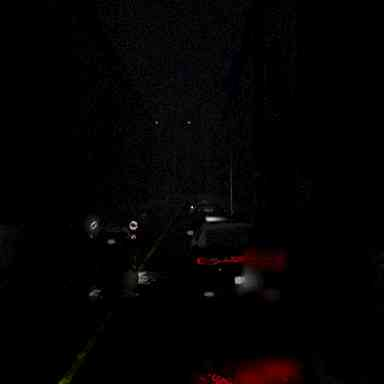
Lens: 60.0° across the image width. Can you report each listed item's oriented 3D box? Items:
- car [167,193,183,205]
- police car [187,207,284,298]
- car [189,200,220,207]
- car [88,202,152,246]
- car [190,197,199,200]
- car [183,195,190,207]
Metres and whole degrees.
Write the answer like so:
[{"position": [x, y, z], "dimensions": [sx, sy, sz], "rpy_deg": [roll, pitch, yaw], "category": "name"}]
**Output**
[{"position": [-3.067, 1.391, 56.245], "dimensions": [2.033, 1.411, 5.357], "rpy_deg": [0, 0, 0], "category": "car"}, {"position": [0.902, 1.402, 8.649], "dimensions": [1.930, 1.638, 5.238], "rpy_deg": [0, 0, 0], "category": "police car"}, {"position": [0.904, 1.429, 18.539], "dimensions": [1.882, 1.535, 5.008], "rpy_deg": [0, 0, 0], "category": "car"}, {"position": [-3.097, 1.312, 15.015], "dimensions": [2.097, 1.767, 4.553], "rpy_deg": [0, 0, 0], "category": "car"}, {"position": [0.906, 1.390, 24.729], "dimensions": [1.801, 1.575, 5.366], "rpy_deg": [0, 0, 0], "category": "car"}, {"position": [0.040, 1.438, 47.292], "dimensions": [1.994, 1.385, 4.181], "rpy_deg": [0, 0, 1], "category": "car"}]
